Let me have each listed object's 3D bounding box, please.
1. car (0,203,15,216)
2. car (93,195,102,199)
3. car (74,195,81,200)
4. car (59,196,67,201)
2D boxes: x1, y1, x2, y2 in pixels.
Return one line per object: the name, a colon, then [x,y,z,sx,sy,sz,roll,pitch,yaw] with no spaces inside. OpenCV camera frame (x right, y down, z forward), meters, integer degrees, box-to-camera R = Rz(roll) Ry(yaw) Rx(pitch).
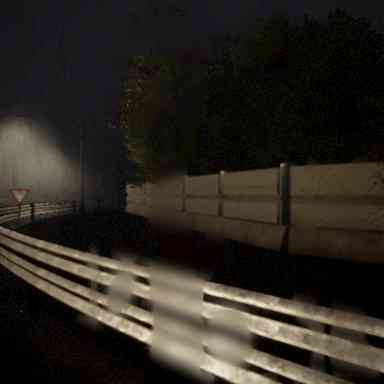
car: [-17.432,1.624,29.525,1.994,1.385,4.181,0,0,-7]
car: [-23.931,1.543,84.397,1.837,1.490,4.892,0,0,-7]
car: [-28.873,1.554,84.171,1.812,1.442,4.674,0,0,-23]
car: [-32.175,1.614,83.004,1.895,1.301,4.718,0,0,-23]
